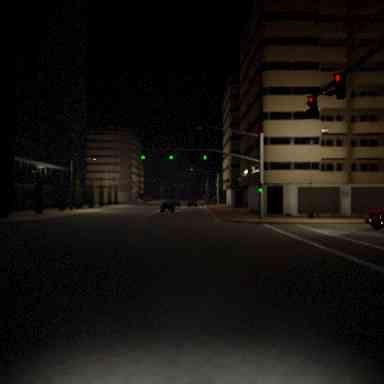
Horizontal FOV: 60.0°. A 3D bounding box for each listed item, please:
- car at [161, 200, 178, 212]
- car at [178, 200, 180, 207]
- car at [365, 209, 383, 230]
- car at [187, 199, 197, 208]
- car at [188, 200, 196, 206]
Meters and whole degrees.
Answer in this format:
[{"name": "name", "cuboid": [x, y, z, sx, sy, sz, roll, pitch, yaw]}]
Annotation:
[{"name": "car", "cuboid": [-3.403, 2.135, 47.633, 1.837, 1.490, 4.892, 0, -1, 0]}, {"name": "car", "cuboid": [-3.405, 2.392, 69.086, 1.882, 1.535, 5.008, 0, -1, 0]}, {"name": "car", "cuboid": [14.424, 1.513, 21.808, 5.566, 2.045, 2.150, 0, -1, -1]}, {"name": "car", "cuboid": [0.076, 2.420, 67.599, 1.812, 1.442, 4.674, 0, -1, 0]}, {"name": "car", "cuboid": [-0.005, 2.535, 78.207, 1.837, 1.490, 4.892, 0, -1, 0]}]
